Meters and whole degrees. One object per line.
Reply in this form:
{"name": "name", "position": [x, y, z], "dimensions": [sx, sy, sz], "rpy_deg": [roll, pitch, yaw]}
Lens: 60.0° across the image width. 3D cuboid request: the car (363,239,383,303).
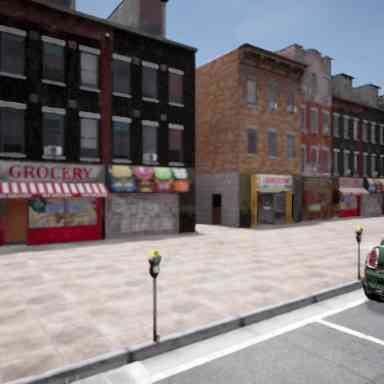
{"name": "car", "position": [5.610, 1.330, 6.946], "dimensions": [4.553, 1.767, 2.097], "rpy_deg": [0, 0, -35]}
